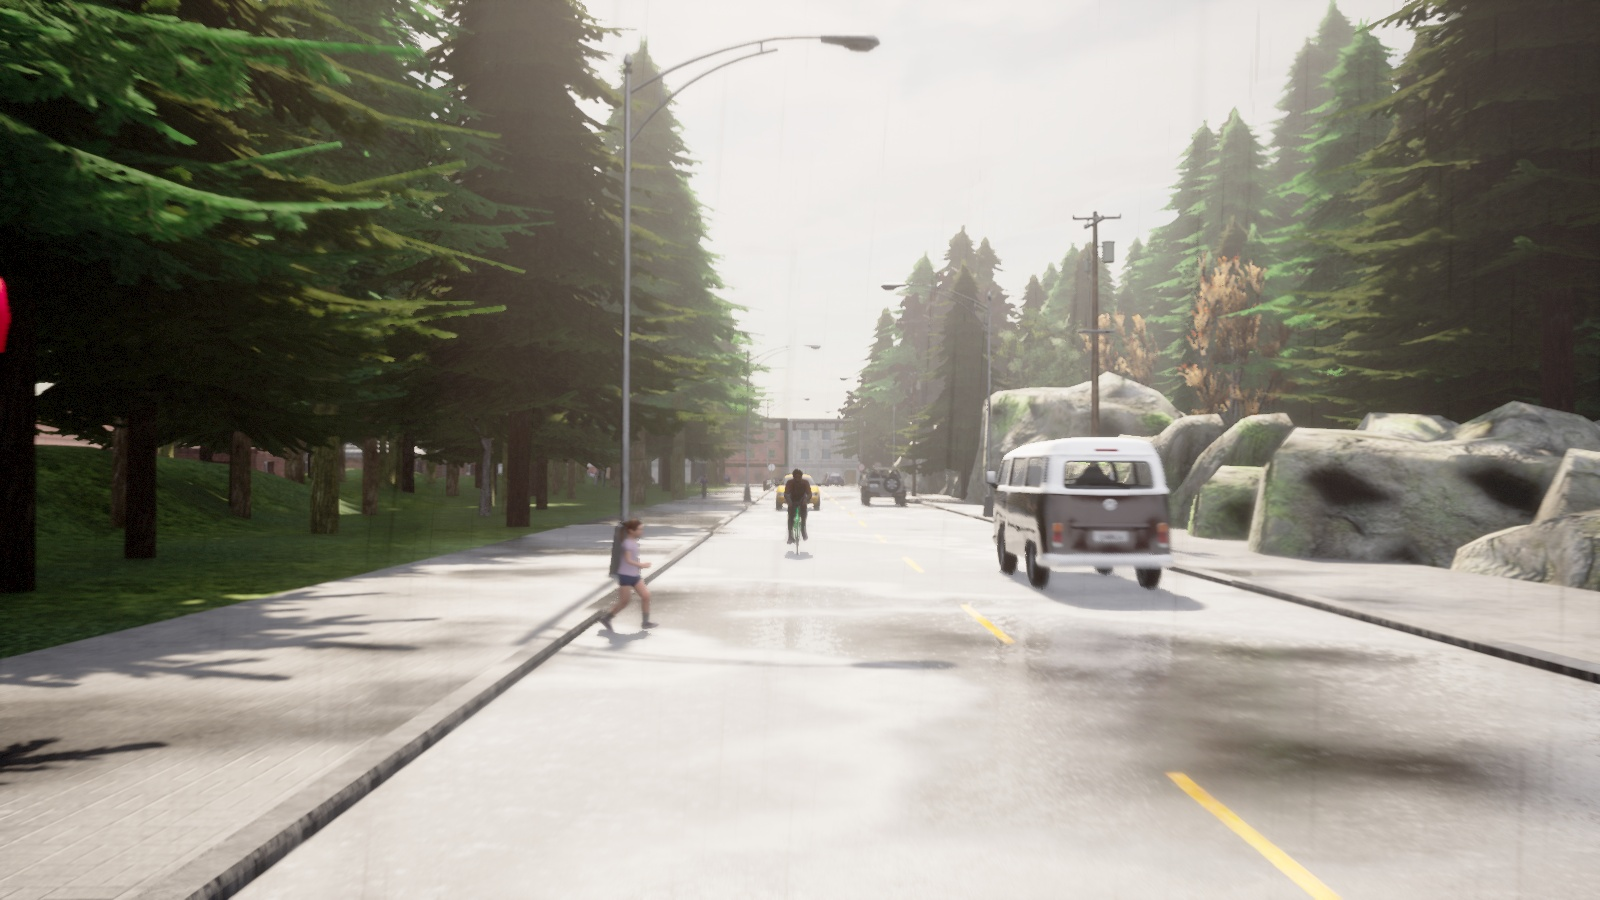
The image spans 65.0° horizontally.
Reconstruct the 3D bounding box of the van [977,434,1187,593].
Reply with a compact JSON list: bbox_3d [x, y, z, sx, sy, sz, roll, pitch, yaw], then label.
[{"bbox_3d":[3.965,0.851,18.493,2.069,2.038,4.480,0,-1,0],"label":"van"}]

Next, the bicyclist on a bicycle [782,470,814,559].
[{"bbox_3d":[-0.040,1.187,23.777,0.582,1.620,1.656,0,-1,0],"label":"bicyclist on a bicycle"}]

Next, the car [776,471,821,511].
[{"bbox_3d":[-0.070,1.680,52.576,1.801,1.575,5.366,0,-1,0],"label":"car"}]

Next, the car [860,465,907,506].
[{"bbox_3d":[3.922,1.665,59.658,1.932,1.855,4.605,0,-1,0],"label":"car"}]

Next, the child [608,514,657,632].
[{"bbox_3d":[-1.620,1.180,12.160,0.394,1.110,0.255,-1,-1,17],"label":"child"}]
